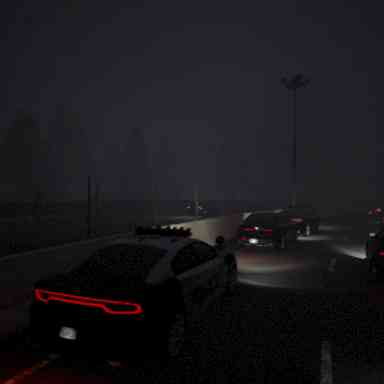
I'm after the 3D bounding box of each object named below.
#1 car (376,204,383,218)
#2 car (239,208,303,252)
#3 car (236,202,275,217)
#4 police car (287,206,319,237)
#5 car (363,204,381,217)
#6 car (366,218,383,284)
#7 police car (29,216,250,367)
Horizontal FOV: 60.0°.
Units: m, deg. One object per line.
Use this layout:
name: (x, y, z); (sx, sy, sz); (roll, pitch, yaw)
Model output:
car: (15.075, 1.862, 24.496); (1.812, 1.442, 4.674); (0, -1, 36)
car: (3.483, 1.653, 14.884); (1.837, 1.490, 4.892); (0, -1, 28)
car: (7.323, 1.910, 37.688); (2.033, 1.411, 5.357); (0, -1, 39)
police car: (6.350, 1.641, 19.995); (1.930, 1.638, 5.238); (0, -1, 31)
car: (20.488, 2.009, 36.687); (4.674, 1.442, 1.812); (1, -1, -44)
car: (6.171, 1.697, 9.511); (1.994, 1.385, 4.181); (0, -1, 25)
police car: (-0.480, 1.468, 6.283); (1.930, 1.638, 5.238); (0, 0, 22)
